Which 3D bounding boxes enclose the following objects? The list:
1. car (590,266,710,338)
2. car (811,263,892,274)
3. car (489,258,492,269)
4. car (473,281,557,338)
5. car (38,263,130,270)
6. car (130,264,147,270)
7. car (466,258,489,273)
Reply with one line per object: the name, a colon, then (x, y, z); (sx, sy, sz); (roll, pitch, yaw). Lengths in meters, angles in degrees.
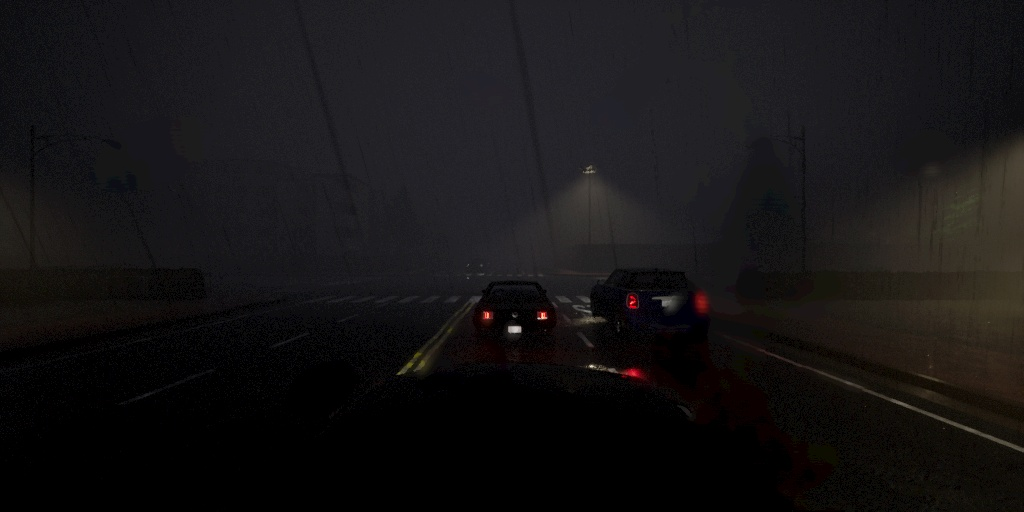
car: (3.632, 1.101, 10.302); (2.097, 1.767, 4.553); (0, 0, 2)
car: (26.849, 1.294, 28.404); (5.357, 1.411, 2.033); (0, 0, 0)
car: (-4.248, 1.079, 56.111); (2.097, 1.767, 4.553); (0, 0, 0)
car: (0.063, 1.350, 10.206); (1.895, 1.301, 4.718); (0, 0, 0)
car: (-26.213, 1.273, 21.366); (4.674, 1.442, 1.812); (0, 0, 0)
car: (-27.088, 1.251, 24.864); (4.892, 1.490, 1.837); (0, 0, 0)
car: (-4.290, 1.080, 43.244); (2.097, 1.767, 4.553); (0, 0, 1)
